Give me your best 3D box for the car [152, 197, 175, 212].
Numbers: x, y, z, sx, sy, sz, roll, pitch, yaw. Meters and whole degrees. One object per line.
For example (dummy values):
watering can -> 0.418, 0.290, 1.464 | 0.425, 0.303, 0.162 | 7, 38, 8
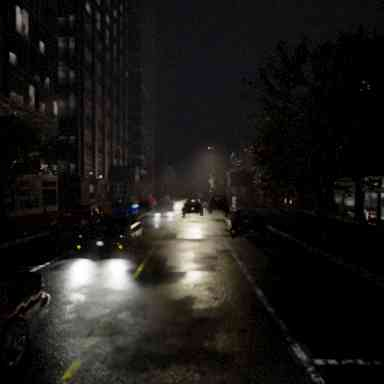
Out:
car -> -3.048, 1.519, 37.980 | 1.895, 1.301, 4.718 | 0, 0, 0

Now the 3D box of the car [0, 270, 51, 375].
car -> -3.104, 1.542, 2.846 | 2.033, 1.411, 5.357 | 0, 0, 0

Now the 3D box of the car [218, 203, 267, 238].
car -> 2.683, 1.514, 17.166 | 2.008, 1.369, 4.403 | -1, 0, 0

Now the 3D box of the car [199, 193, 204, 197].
car -> 2.648, 1.179, 62.178 | 2.192, 1.841, 5.009 | -1, 0, 0

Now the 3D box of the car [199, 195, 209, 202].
car -> 2.647, 1.405, 73.247 | 1.947, 1.339, 4.313 | -1, 0, 0

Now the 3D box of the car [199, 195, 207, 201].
car -> 2.645, 1.409, 78.781 | 1.802, 1.307, 4.206 | -1, 0, 0

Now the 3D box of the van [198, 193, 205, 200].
van -> 2.637, 1.143, 89.849 | 1.690, 1.788, 3.998 | -1, 0, 0

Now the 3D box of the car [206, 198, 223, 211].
car -> 2.662, 1.438, 40.210 | 1.752, 1.417, 4.829 | -1, 0, 0

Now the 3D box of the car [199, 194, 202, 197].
car -> 0.066, 1.426, 45.324 | 1.812, 1.442, 4.674 | 0, 0, 0

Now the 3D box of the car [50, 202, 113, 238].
car -> -5.722, 1.404, 17.179 | 1.967, 1.590, 4.097 | -1, 0, 0

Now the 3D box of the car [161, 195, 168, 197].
car -> -5.726, 1.421, 56.651 | 1.887, 1.381, 4.507 | -1, 0, 0

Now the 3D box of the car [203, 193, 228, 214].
car -> 2.660, 1.240, 34.505 | 2.192, 1.841, 5.009 | -1, 0, 0

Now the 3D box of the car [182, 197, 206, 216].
car -> 0.076, 1.493, 31.938 | 1.994, 1.385, 4.181 | 0, 0, 0

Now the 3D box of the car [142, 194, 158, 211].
car -> -5.722, 1.229, 40.046 | 2.192, 1.841, 5.009 | -1, 0, 0

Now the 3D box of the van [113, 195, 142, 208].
van -> -5.717, 1.279, 28.976 | 1.690, 1.788, 3.998 | -1, 0, 0

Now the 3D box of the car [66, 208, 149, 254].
car -> -3.092, 1.536, 13.182 | 1.994, 1.385, 4.181 | 0, 0, 1

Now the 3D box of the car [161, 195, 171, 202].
car -> -5.733, 1.366, 73.085 | 1.752, 1.417, 4.829 | -1, 0, 0
